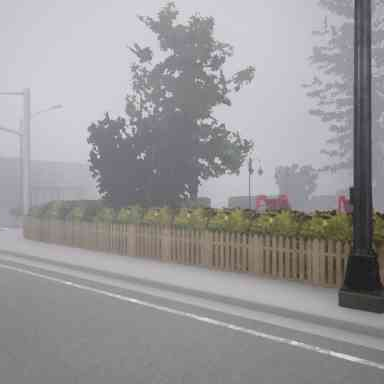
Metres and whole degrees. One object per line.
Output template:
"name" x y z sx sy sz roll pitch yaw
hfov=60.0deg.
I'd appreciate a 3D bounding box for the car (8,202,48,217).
"car" -13.995 1.611 30.306 1.895 1.301 4.718 0 0 35
